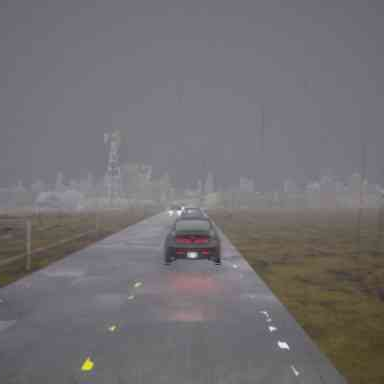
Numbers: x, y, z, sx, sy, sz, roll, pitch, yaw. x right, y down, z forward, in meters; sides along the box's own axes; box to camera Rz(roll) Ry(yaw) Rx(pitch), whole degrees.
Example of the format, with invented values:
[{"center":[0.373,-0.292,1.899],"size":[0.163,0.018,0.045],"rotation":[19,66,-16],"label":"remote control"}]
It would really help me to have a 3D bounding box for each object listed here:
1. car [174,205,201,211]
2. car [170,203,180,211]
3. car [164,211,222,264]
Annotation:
[{"center":[0.012,1.885,25.201],"size":[2.033,1.411,5.357],"rotation":[0,-1,0],"label":"car"},{"center":[-2.808,2.620,57.820],"size":[1.895,1.301,4.718],"rotation":[0,-1,1],"label":"car"},{"center":[0.041,1.658,12.344],"size":[1.837,1.490,4.892],"rotation":[0,-1,1],"label":"car"}]
